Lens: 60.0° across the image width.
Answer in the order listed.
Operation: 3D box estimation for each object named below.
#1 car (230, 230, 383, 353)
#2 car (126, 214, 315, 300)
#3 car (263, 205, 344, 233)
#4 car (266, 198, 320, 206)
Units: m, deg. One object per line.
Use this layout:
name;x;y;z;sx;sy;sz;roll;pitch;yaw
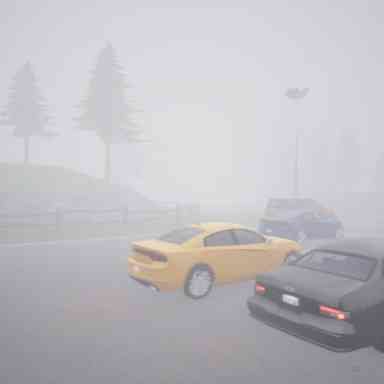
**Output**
car;3.439;1.608;6.204;5.357;1.411;2.033;1;0;-36
car;0.800;1.533;8.626;5.008;1.535;1.882;1;0;-36
car;5.435;1.612;16.247;5.008;1.535;1.882;1;-1;-36
car;7.055;1.400;21.714;5.566;2.045;2.150;1;0;-36
